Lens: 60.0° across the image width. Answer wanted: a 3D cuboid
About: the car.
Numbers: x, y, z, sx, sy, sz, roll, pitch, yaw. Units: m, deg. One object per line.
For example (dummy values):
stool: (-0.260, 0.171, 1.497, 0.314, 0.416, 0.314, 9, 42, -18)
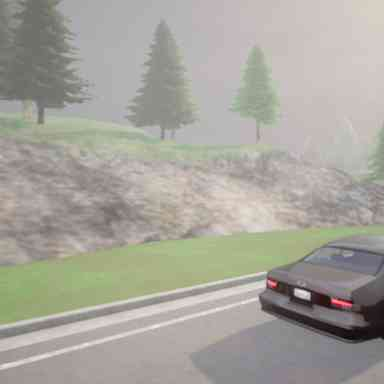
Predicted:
car: (3.664, 1.549, 6.361, 5.357, 1.411, 2.033, 0, 0, -36)
